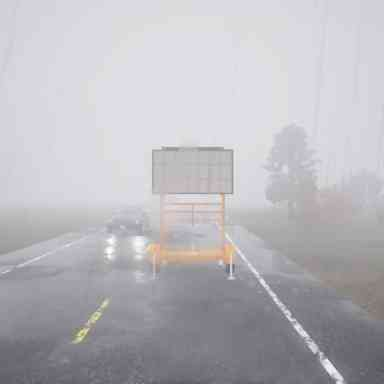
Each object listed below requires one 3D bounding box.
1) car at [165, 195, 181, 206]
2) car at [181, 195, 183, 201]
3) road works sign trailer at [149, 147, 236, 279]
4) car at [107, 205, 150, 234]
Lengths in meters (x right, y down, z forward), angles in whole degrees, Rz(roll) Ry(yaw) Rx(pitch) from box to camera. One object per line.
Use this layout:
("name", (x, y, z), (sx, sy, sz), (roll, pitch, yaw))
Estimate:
("car", (-3.381, 1.526, 55.326), (2.128, 1.511, 4.902), (0, 0, 0))
("car", (-3.317, 1.544, 84.708), (1.882, 1.535, 5.008), (0, 0, 0))
("road works sign trailer", (0.021, 0.465, 9.974), (2.380, 3.560, 2.880), (0, 0, 0))
("car", (-3.559, 1.529, 19.378), (1.812, 1.442, 4.674), (0, 0, 0))
